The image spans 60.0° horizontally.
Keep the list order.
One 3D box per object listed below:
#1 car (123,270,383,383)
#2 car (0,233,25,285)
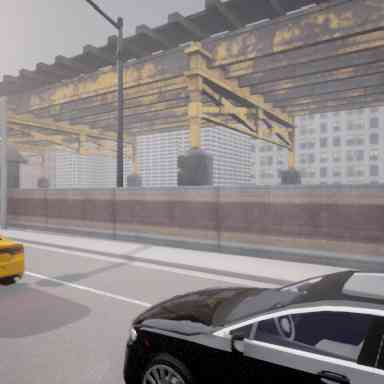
[{"bbox_3d":[1.489,1.504,2.931,4.902,1.511,2.128,0,0,36],"label":"car"},{"bbox_3d":[-6.185,1.502,8.362,5.008,1.535,1.882,0,0,36],"label":"car"}]
